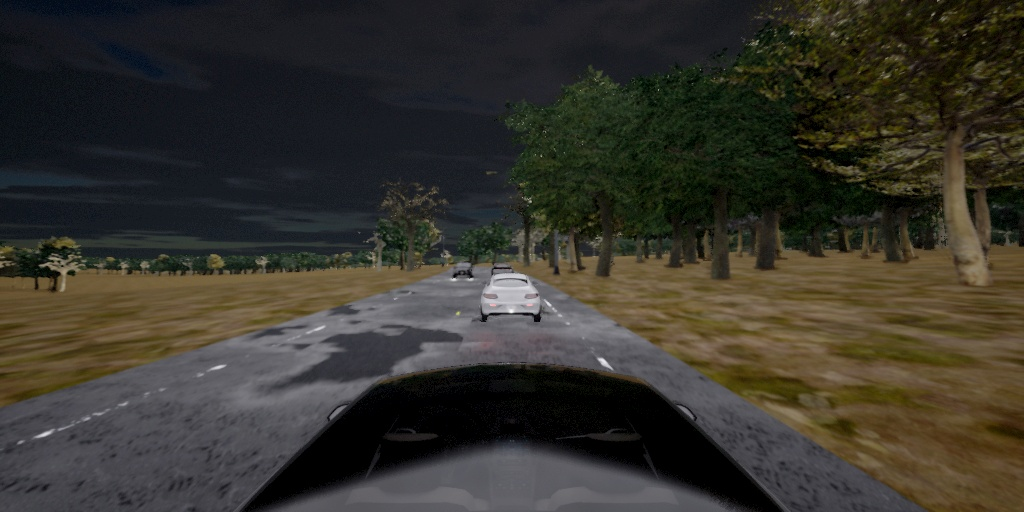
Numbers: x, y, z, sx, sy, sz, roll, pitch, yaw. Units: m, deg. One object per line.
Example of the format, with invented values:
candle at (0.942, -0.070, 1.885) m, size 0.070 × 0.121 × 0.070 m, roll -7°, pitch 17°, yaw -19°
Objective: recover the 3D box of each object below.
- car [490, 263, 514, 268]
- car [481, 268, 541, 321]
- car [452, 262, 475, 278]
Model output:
car at (-0.862, 1.332, 30.951) m, size 2.128 × 1.511 × 4.902 m, roll 0°, pitch 0°, yaw -3°
car at (-0.078, 1.293, 12.354) m, size 1.812 × 1.442 × 4.674 m, roll 0°, pitch 0°, yaw -1°
car at (-4.764, 1.368, 35.526) m, size 1.837 × 1.490 × 4.892 m, roll 0°, pitch -1°, yaw -4°
